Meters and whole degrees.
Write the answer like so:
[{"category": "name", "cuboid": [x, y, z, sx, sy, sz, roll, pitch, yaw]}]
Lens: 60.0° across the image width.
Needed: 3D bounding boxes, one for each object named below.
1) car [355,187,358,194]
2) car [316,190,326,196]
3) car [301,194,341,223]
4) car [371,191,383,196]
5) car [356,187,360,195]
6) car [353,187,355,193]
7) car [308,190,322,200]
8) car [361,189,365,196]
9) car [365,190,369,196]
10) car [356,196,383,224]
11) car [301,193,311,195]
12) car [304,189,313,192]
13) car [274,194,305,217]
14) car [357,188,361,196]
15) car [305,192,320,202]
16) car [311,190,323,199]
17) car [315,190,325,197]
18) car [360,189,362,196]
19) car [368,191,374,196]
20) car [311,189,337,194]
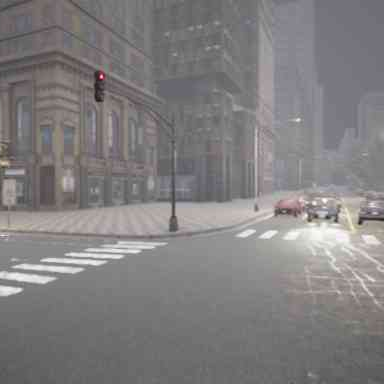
[{"category": "car", "cuboid": [37.674, 0.130, 73.526, 1.752, 1.417, 4.829, 1, 2, 24]}, {"category": "car", "cuboid": [29.795, 0.169, 76.788, 1.947, 1.339, 4.313, 1, 2, 24]}, {"category": "car", "cuboid": [8.812, 1.142, 22.275, 2.128, 1.511, 4.902, 0, 1, 24]}, {"category": "car", "cuboid": [22.034, 0.909, 37.852, 1.947, 1.339, 4.313, 1, 1, 24]}, {"category": "car", "cuboid": [35.382, 0.288, 68.298, 1.947, 1.339, 4.313, 1, 2, 24]}, {"category": "car", "cuboid": [39.830, 0.058, 78.445, 1.947, 1.339, 4.313, 1, 2, 24]}, {"category": "car", "cuboid": [20.898, 0.484, 56.491, 1.967, 1.590, 4.097, 1, 1, 24]}, {"category": "car", "cuboid": [28.708, 0.489, 53.073, 1.967, 1.590, 4.097, 1, 1, 24]}, {"category": "car", "cuboid": [26.483, 0.732, 48.001, 1.802, 1.307, 4.206, 1, 1, 24]}, {"category": "car", "cuboid": [11.465, 1.202, 20.952, 2.033, 1.411, 5.357, 0, 1, 28]}, {"category": "car", "cuboid": [9.776, 1.067, 31.125, 2.008, 1.369, 4.403, 1, 1, 24]}, {"category": "car", "cuboid": [16.450, 0.558, 46.342, 2.192, 1.841, 5.009, 1, 1, 24]}, {"category": "car", "cuboid": [7.552, 1.147, 26.052, 1.887, 1.381, 4.507, 1, 1, 24]}, {"category": "car", "cuboid": [33.157, 0.401, 63.224, 1.947, 1.339, 4.313, 1, 1, 24]}, {"category": "car", "cuboid": [18.673, 0.727, 51.420, 1.802, 1.307, 4.206, 1, 1, 24]}, {"category": "car", "cuboid": [23.054, 0.467, 61.411, 1.752, 1.417, 4.829, 1, 1, 24]}, {"category": "car", "cuboid": [27.571, 0.300, 71.715, 1.802, 1.307, 4.206, 1, 1, 24]}, {"category": "car", "cuboid": [30.933, 0.525, 58.150, 1.802, 1.307, 4.206, 1, 1, 24]}, {"category": "car", "cuboid": [24.327, 0.771, 43.082, 1.752, 1.417, 4.829, 1, 1, 24]}, {"category": "car", "cuboid": [12.493, 0.861, 30.671, 2.097, 1.767, 4.553, 0, 1, 24]}]
